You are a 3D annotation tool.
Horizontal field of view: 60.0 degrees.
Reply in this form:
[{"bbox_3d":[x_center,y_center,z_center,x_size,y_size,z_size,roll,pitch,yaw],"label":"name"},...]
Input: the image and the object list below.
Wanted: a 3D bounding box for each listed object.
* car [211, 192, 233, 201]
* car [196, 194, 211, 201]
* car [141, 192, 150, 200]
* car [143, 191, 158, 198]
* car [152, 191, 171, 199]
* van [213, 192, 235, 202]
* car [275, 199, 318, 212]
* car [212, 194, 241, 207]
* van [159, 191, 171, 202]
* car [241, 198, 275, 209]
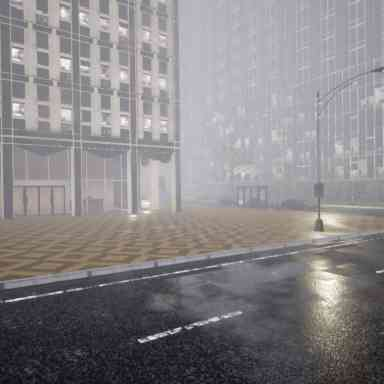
[{"bbox_3d":[5.727,1.095,54.836,1.837,1.490,4.892,-1,1,-34],"label":"car"},{"bbox_3d":[2.521,1.043,64.089,1.802,1.307,4.206,0,1,-34],"label":"car"},{"bbox_3d":[-10.823,1.039,68.715,2.008,1.369,4.403,0,1,-34],"label":"car"},{"bbox_3d":[-10.351,0.686,82.826,1.967,1.590,4.097,0,1,-34],"label":"car"},{"bbox_3d":[-7.133,0.615,78.140,2.192,1.841,5.009,0,1,-34],"label":"car"},{"bbox_3d":[5.738,0.855,59.401,1.690,1.788,3.998,0,1,-34],"label":"van"},{"bbox_3d":[11.596,1.423,35.848,1.947,1.339,4.313,0,1,-34],"label":"car"},{"bbox_3d":[5.222,1.319,45.262,1.947,1.339,4.313,0,1,-34],"label":"car"},{"bbox_3d":[-4.387,0.937,59.343,1.690,1.788,3.998,0,1,-34],"label":"van"},{"bbox_3d":[8.392,1.388,40.545,1.802,1.307,4.206,0,1,-34],"label":"car"}]
